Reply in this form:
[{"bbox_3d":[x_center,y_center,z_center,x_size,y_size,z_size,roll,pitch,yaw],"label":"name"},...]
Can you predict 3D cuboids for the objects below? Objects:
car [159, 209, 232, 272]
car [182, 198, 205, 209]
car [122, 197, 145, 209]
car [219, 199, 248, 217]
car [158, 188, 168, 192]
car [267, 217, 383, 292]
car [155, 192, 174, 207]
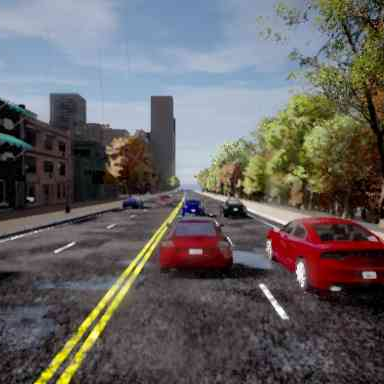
[{"bbox_3d":[0.099,1.463,10.453,1.994,1.385,4.181,0,1,0],"label":"car"},{"bbox_3d":[0.099,1.257,28.021,1.812,1.442,4.674,0,1,0],"label":"car"},{"bbox_3d":[-6.595,1.242,37.522,1.895,1.301,4.718,0,1,0],"label":"car"},{"bbox_3d":[3.349,1.300,27.526,1.994,1.385,4.181,0,1,0],"label":"car"},{"bbox_3d":[-6.863,0.086,79.051,2.150,2.045,5.566,0,1,-1],"label":"car"},{"bbox_3d":[3.338,1.393,8.743,1.882,1.535,5.008,0,1,0],"label":"car"},{"bbox_3d":[-3.336,1.126,41.741,1.812,1.442,4.674,0,1,0],"label":"car"}]
